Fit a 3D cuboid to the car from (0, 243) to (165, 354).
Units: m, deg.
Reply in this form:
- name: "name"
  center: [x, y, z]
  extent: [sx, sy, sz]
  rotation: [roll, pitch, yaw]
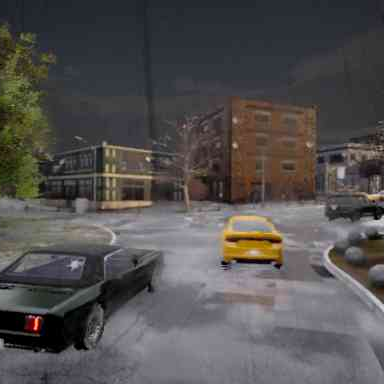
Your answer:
- name: "car"
  center: [-1.999, 1.633, 6.345]
  extent: [1.895, 1.301, 4.718]
  rotation: [1, -1, 12]

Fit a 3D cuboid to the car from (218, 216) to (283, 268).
- name: "car"
  center: [1.982, 1.610, 12.000]
  extent: [1.882, 1.535, 5.008]
  rotation: [1, -1, 5]

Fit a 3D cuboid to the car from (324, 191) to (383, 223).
- name: "car"
  center: [12.852, 1.226, 26.322]
  extent: [5.566, 2.045, 2.150]
  rotation: [-2, 1, -33]

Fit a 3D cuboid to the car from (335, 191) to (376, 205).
- name: "car"
  center: [22.055, 0.775, 44.824]
  extent: [5.366, 1.575, 1.946]
  rotation: [-3, 1, -24]
